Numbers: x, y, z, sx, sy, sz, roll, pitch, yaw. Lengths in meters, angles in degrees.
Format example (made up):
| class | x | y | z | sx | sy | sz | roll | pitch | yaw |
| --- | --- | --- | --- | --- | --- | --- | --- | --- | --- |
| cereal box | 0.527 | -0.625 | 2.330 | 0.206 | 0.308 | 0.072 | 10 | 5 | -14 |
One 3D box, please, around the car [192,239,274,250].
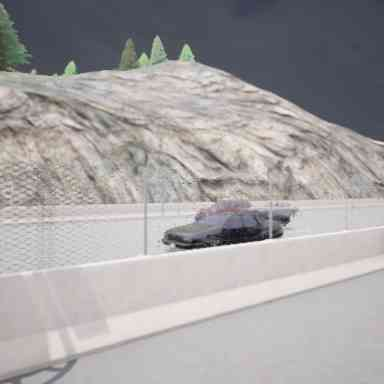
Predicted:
| class | x | y | z | sx | sy | sz | roll | pitch | yaw |
| --- | --- | --- | --- | --- | --- | --- | --- | --- | --- |
| car | 1.468 | 1.547 | 13.642 | 5.357 | 1.411 | 2.033 | 0 | 0 | -36 |
